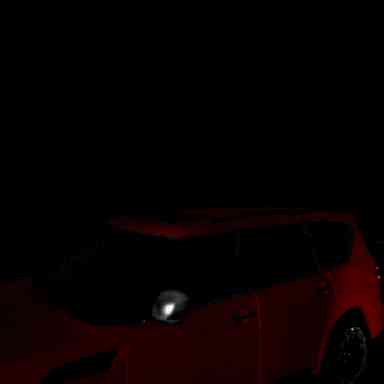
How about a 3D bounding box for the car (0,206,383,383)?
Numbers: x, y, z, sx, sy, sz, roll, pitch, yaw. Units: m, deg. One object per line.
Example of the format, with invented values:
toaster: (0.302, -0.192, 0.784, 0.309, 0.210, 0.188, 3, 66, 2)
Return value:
car: (-0.109, 1.222, 3.607, 5.566, 2.045, 2.150, 0, 0, -36)
